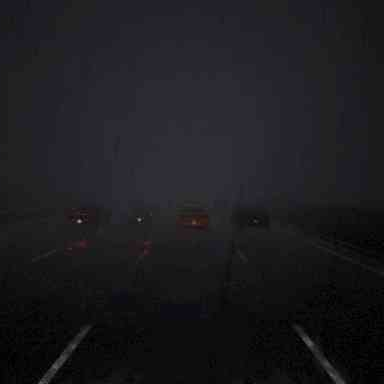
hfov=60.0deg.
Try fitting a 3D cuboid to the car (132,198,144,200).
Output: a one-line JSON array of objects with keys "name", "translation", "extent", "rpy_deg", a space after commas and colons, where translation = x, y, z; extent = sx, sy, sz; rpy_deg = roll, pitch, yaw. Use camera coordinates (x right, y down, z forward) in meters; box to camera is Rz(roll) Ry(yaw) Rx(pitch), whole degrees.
[{"name": "car", "translation": [-6.901, 1.511, 42.743], "extent": [1.882, 1.535, 5.008], "rpy_deg": [0, 0, 0]}]

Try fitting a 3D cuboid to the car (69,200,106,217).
[{"name": "car", "translation": [-10.389, 1.574, 33.440], "extent": [2.033, 1.411, 5.357], "rpy_deg": [0, 0, 0]}]

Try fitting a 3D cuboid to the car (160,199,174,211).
[{"name": "car", "translation": [-3.400, 1.558, 42.092], "extent": [1.812, 1.442, 4.674], "rpy_deg": [0, 0, 0]}]

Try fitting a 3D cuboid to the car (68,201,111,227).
[{"name": "car", "translation": [-6.891, 1.525, 22.783], "extent": [1.837, 1.490, 4.892], "rpy_deg": [0, 0, 0]}]

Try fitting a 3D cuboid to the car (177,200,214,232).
[{"name": "car", "translation": [0.107, 1.493, 20.372], "extent": [1.882, 1.535, 5.008], "rpy_deg": [0, 0, 0]}]

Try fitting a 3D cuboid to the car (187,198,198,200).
[{"name": "car", "translation": [0.105, 1.538, 41.046], "extent": [1.837, 1.490, 4.892], "rpy_deg": [0, 0, 0]}]

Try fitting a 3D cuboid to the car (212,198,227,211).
[{"name": "car", "translation": [3.604, 1.524, 41.304], "extent": [2.128, 1.511, 4.902], "rpy_deg": [0, 0, 0]}]

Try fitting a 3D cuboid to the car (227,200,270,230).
[{"name": "car", "translation": [3.609, 1.494, 21.247], "extent": [1.882, 1.535, 5.008], "rpy_deg": [0, 0, 0]}]

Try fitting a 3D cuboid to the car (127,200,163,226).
[{"name": "car", "translation": [-3.391, 1.544, 23.724], "extent": [1.812, 1.442, 4.674], "rpy_deg": [0, 0, 0]}]
